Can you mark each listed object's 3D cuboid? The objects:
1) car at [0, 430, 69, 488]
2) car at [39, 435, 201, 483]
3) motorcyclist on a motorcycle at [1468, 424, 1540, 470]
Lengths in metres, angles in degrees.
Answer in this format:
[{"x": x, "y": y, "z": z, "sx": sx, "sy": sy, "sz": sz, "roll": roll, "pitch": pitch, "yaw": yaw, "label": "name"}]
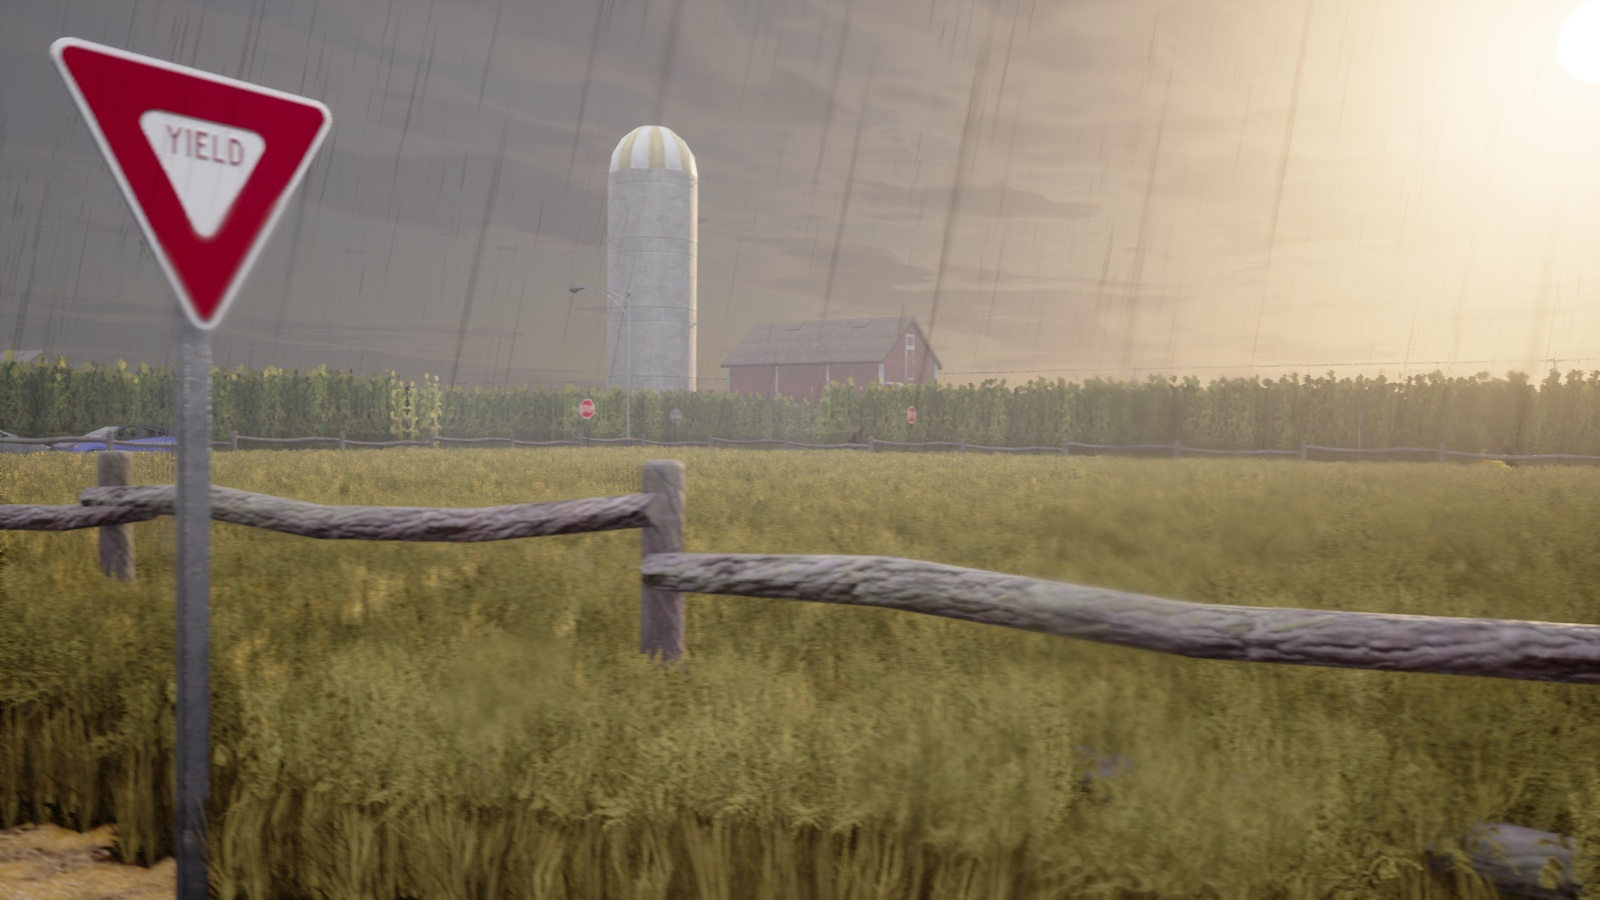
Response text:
[{"x": -24.348, "y": 0.283, "z": 36.718, "sx": 2.242, "sy": 1.667, "sz": 4.611, "roll": 0, "pitch": 1, "yaw": 34, "label": "car"}, {"x": -23.496, "y": 0.272, "z": 43.555, "sx": 2.007, "sy": 1.525, "sz": 4.514, "roll": 0, "pitch": 1, "yaw": 34, "label": "car"}, {"x": 23.796, "y": -0.098, "z": 42.464, "sx": 2.044, "sy": 1.523, "sz": 0.797, "roll": 0, "pitch": 1, "yaw": 34, "label": "motorcyclist on a motorcycle"}]
